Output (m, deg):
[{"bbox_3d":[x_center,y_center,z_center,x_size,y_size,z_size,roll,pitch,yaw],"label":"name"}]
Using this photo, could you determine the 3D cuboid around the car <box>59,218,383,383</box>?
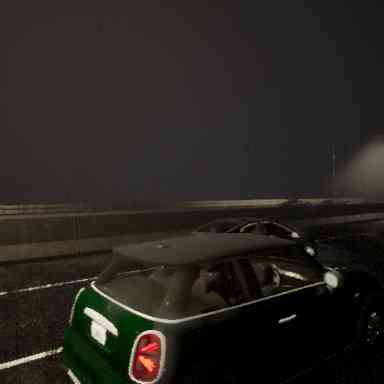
[{"bbox_3d":[0.768,1.360,4.495,4.553,1.767,2.097,0,0,-39],"label":"car"}]

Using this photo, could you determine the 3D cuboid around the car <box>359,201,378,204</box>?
[{"bbox_3d":[20.164,1.681,38.289,4.718,1.301,1.895,0,0,-39],"label":"car"}]

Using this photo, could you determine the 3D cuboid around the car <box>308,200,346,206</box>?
[{"bbox_3d":[16.579,1.625,39.900,5.357,1.411,2.033,0,0,-39],"label":"car"}]

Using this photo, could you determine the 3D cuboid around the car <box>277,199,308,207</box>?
[{"bbox_3d":[12.746,1.623,41.311,5.357,1.411,2.033,0,0,-39],"label":"car"}]

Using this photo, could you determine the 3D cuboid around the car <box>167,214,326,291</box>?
[{"bbox_3d":[1.799,1.522,9.814,4.892,1.490,1.837,0,0,-39],"label":"car"}]
